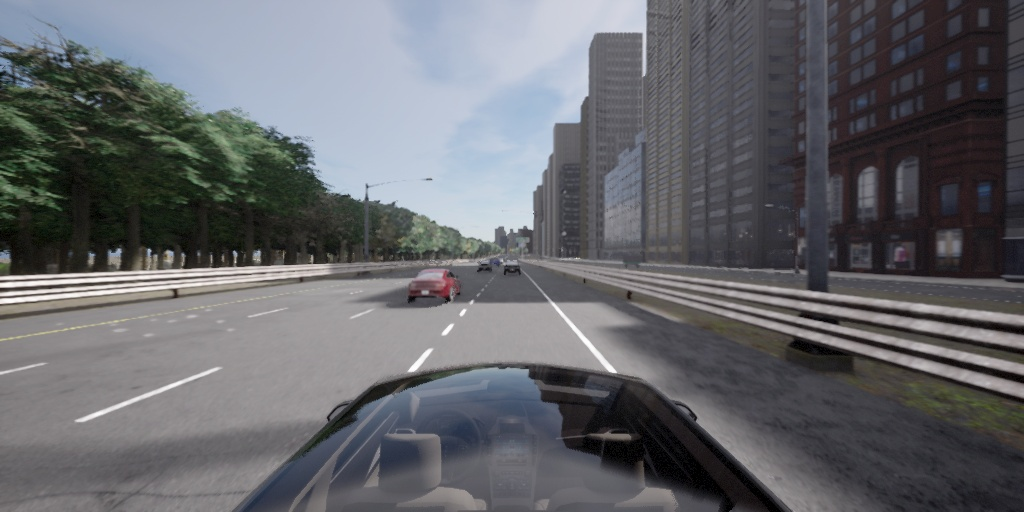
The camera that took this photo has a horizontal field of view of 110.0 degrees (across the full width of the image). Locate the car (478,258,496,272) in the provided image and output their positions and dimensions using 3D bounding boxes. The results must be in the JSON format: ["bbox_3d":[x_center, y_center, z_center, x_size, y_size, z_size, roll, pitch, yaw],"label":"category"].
[{"bbox_3d":[-3.617,1.429,49.322,1.837,1.490,4.892,0,0,0],"label":"car"}]

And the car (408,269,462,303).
[{"bbox_3d":[-3.512,1.318,16.783,1.812,1.442,4.674,0,0,0],"label":"car"}]

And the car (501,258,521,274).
[{"bbox_3d":[0.013,1.371,43.002,1.882,1.535,5.008,0,0,0],"label":"car"}]
